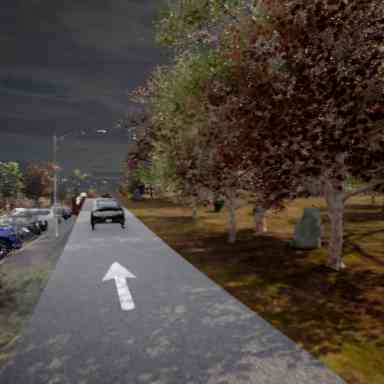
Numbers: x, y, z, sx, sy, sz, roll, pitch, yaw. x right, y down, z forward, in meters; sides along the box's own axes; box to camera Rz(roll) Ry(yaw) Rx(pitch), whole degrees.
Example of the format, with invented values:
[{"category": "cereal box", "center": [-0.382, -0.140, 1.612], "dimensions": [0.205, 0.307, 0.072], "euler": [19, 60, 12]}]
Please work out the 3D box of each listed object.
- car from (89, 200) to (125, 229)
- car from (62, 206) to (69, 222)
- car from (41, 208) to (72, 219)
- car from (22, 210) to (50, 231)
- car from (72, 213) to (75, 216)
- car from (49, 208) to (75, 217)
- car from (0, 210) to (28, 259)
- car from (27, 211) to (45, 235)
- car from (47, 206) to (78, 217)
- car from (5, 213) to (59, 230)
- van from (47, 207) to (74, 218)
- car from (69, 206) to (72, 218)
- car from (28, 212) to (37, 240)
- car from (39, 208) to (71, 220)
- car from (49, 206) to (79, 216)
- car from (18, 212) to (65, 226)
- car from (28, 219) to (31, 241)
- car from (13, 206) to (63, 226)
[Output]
[{"category": "car", "center": [-5.090, 1.213, 19.922], "dimensions": [2.128, 1.511, 4.902], "euler": [-1, 2, -16]}, {"category": "car", "center": [-17.522, 2.881, 37.837], "dimensions": [5.566, 2.045, 2.435], "euler": [1, -3, -37]}, {"category": "car", "center": [-23.605, 3.758, 58.070], "dimensions": [4.553, 1.767, 2.185], "euler": [1, -3, -36]}, {"category": "car", "center": [-14.085, 2.577, 26.253], "dimensions": [4.553, 1.767, 2.185], "euler": [1, -2, -36]}, {"category": "car", "center": [-20.967, 3.311, 49.418], "dimensions": [5.566, 2.045, 2.435], "euler": [1, -3, -37]}, {"category": "car", "center": [-26.119, 4.078, 66.780], "dimensions": [4.553, 1.767, 2.185], "euler": [1, -2, -37]}, {"category": "car", "center": [-10.649, 2.022, 14.681], "dimensions": [5.566, 2.045, 2.435], "euler": [1, -3, -37]}, {"category": "car", "center": [-13.218, 2.469, 23.355], "dimensions": [4.553, 1.767, 2.185], "euler": [1, -2, -37]}, {"category": "car", "center": [-27.025, 4.058, 69.641], "dimensions": [5.566, 2.045, 2.435], "euler": [1, -2, -37]}, {"category": "car", "center": [-16.710, 3.053, 34.895], "dimensions": [4.792, 1.488, 2.163], "euler": [1, -2, -37]}, {"category": "van", "center": [-25.199, 3.873, 63.947], "dimensions": [4.442, 1.987, 1.878], "euler": [1, -3, -37]}, {"category": "car", "center": [-19.298, 3.095, 43.594], "dimensions": [5.566, 2.045, 2.435], "euler": [1, -2, -36]}, {"category": "car", "center": [-12.411, 2.361, 20.427], "dimensions": [4.553, 1.767, 2.185], "euler": [1, -3, -37]}, {"category": "car", "center": [-22.735, 3.650, 55.170], "dimensions": [4.553, 1.767, 2.185], "euler": [1, -3, -37]}, {"category": "car", "center": [-27.857, 4.166, 72.585], "dimensions": [5.566, 2.045, 2.435], "euler": [1, -3, -36]}, {"category": "car", "center": [-18.422, 3.240, 40.709], "dimensions": [4.892, 1.521, 2.231], "euler": [1, -3, -36]}, {"category": "car", "center": [-11.517, 2.380, 17.545], "dimensions": [4.892, 1.521, 2.231], "euler": [1, -2, -37]}, {"category": "car", "center": [-15.848, 2.665, 32.009], "dimensions": [5.566, 2.045, 2.435], "euler": [1, -2, -37]}]
